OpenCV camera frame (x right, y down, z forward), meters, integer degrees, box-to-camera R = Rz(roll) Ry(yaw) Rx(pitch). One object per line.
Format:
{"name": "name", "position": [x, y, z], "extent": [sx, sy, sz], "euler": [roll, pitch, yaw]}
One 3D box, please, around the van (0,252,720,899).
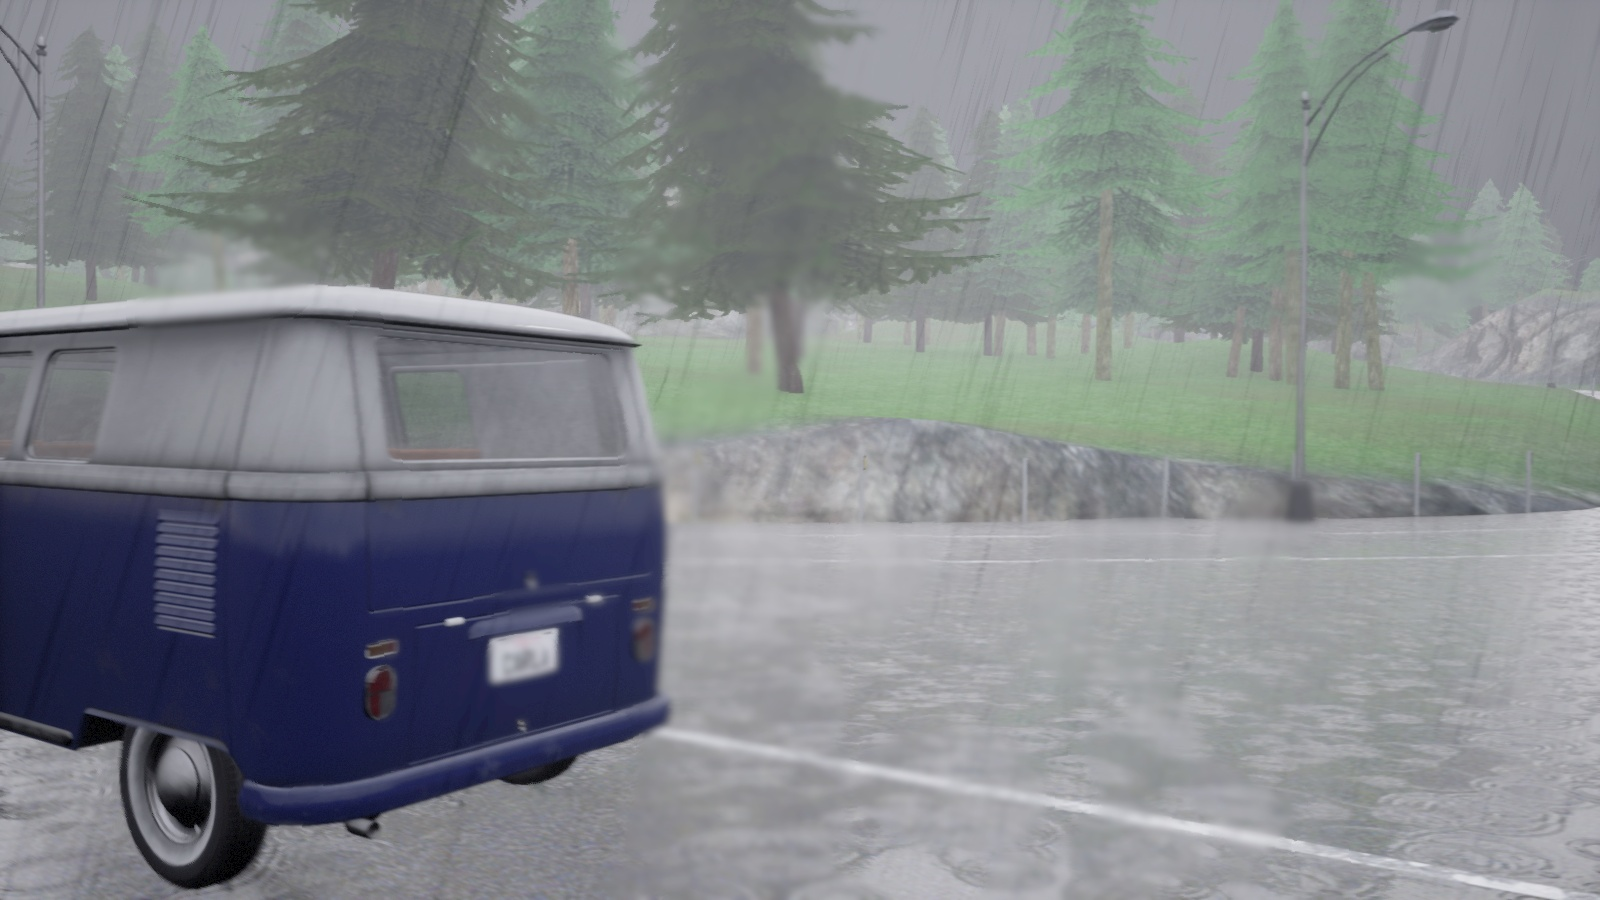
{"name": "van", "position": [-2.661, 0.436, 5.387], "extent": [4.442, 1.987, 1.775], "euler": [0, 1, 34]}
